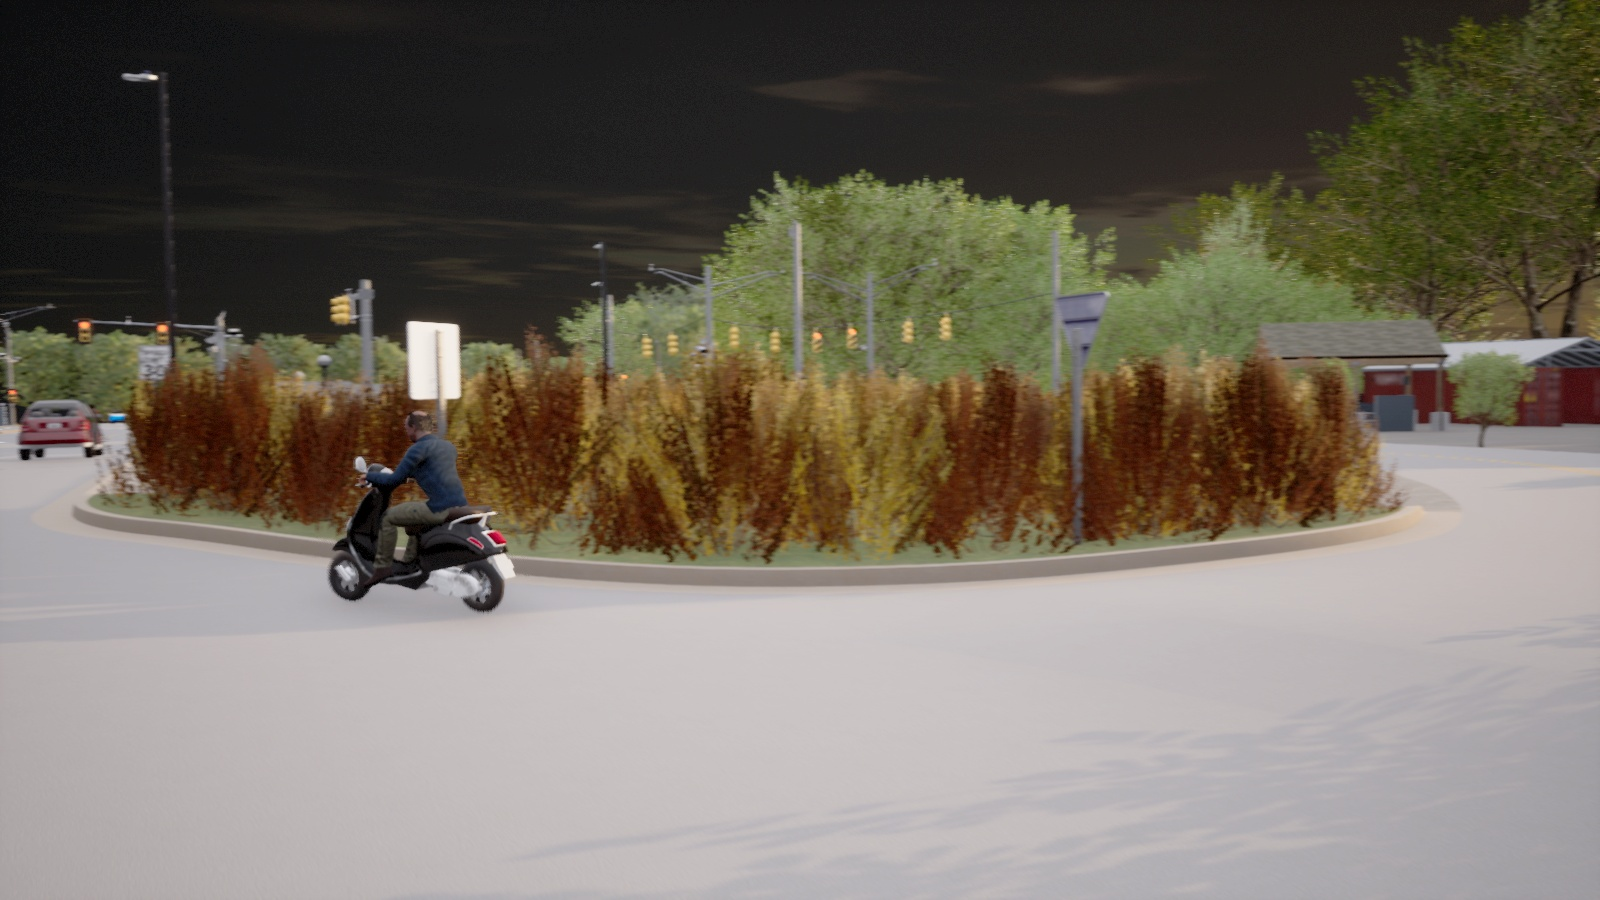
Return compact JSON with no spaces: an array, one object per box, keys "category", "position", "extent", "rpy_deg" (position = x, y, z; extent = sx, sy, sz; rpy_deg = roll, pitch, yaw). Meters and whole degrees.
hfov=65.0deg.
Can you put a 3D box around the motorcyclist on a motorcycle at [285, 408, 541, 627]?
[{"category":"motorcyclist on a motorcycle","position":[-3.100,0.481,10.080],"extent":[1.817,1.590,0.866],"rpy_deg":[2,3,23]}]

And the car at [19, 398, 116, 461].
[{"category":"car","position":[-19.566,-0.563,33.677],"extent":[1.789,1.549,3.705],"rpy_deg":[-2,2,-24]}]
